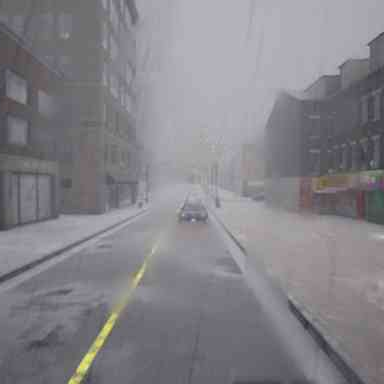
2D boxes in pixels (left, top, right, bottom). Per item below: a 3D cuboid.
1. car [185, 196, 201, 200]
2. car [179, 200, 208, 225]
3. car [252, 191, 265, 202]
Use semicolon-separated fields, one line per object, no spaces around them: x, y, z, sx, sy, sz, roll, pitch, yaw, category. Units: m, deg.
0.088;1.192;38.534;1.994;1.385;4.181;0;1;0;car
0.093;1.430;22.786;1.895;1.301;4.718;0;1;0;car
12.701;0.726;56.353;5.009;1.841;2.192;1;1;0;car
